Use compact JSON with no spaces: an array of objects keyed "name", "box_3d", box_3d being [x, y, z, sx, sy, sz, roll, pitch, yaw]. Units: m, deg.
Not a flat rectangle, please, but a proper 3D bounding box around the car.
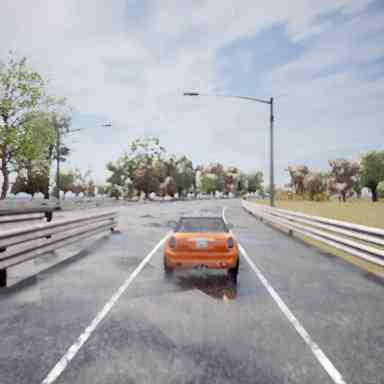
[{"name":"car","box_3d":[0.307,1.425,10.964,2.097,1.767,4.553,0,0,2]}]
